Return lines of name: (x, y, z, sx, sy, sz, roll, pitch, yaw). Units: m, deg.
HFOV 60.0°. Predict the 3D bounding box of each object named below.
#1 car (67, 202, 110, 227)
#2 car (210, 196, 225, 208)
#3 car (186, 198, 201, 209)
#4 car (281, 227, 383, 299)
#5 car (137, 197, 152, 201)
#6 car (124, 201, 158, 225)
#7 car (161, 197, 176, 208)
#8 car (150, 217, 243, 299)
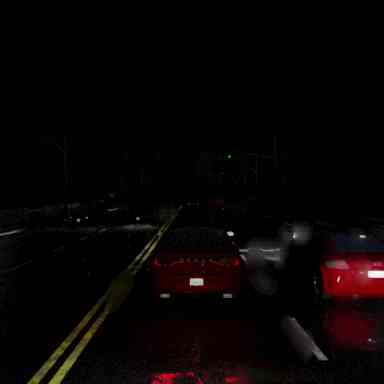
car: (-7.055, 1.504, 23.093, 1.837, 1.490, 4.892, 0, 0, 0)
car: (3.726, 1.350, 49.194, 2.097, 1.767, 4.553, 0, 0, 1)
car: (0.190, 1.545, 44.766, 2.033, 1.411, 5.357, 0, 0, 0)
car: (3.638, 1.564, 8.459, 1.994, 1.385, 4.181, 0, 0, 1)
car: (-6.931, 1.504, 49.107, 1.837, 1.490, 4.892, 0, -1, 1)
car: (-3.553, 1.563, 23.867, 1.994, 1.385, 4.181, 0, 0, 0)
car: (-3.424, 1.505, 49.636, 1.837, 1.490, 4.892, 0, -1, 1)
car: (0.099, 1.477, 8.504, 1.882, 1.535, 5.008, 0, 0, 0)
